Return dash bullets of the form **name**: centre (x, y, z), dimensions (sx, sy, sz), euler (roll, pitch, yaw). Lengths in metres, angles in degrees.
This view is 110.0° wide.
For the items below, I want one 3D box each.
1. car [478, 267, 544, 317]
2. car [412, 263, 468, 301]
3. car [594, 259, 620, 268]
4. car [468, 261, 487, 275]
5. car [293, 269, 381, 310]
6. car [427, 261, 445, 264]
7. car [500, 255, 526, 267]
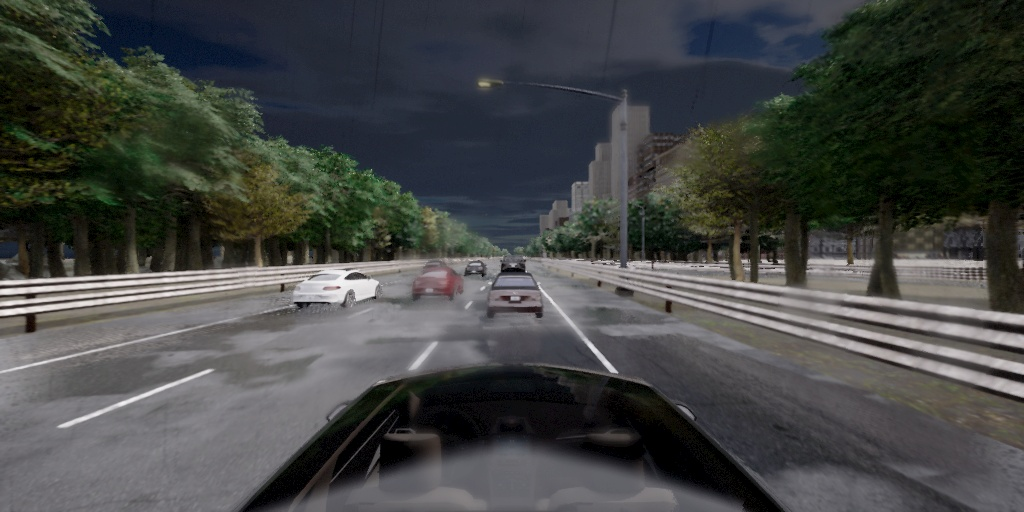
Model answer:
- **car**: centre (0.100, 1.282, 13.015), dimensions (2.033, 1.411, 5.357), euler (0, 0, 0)
- **car**: centre (-3.416, 1.251, 17.077), dimensions (1.812, 1.442, 4.674), euler (0, 0, 0)
- **car**: centre (15.360, 1.280, 58.564), dimensions (1.837, 1.490, 4.892), euler (-1, 1, -31)
- **car**: centre (-3.404, 1.215, 34.275), dimensions (1.812, 1.442, 4.674), euler (0, 0, 0)
- **car**: centre (-6.902, 1.256, 14.567), dimensions (1.812, 1.442, 4.674), euler (0, 0, 0)
- **car**: centre (-6.902, 1.196, 33.108), dimensions (1.837, 1.490, 4.892), euler (0, 0, 0)
- **car**: centre (0.095, 0.915, 32.361), dimensions (2.150, 2.045, 5.566), euler (0, 0, 0)
